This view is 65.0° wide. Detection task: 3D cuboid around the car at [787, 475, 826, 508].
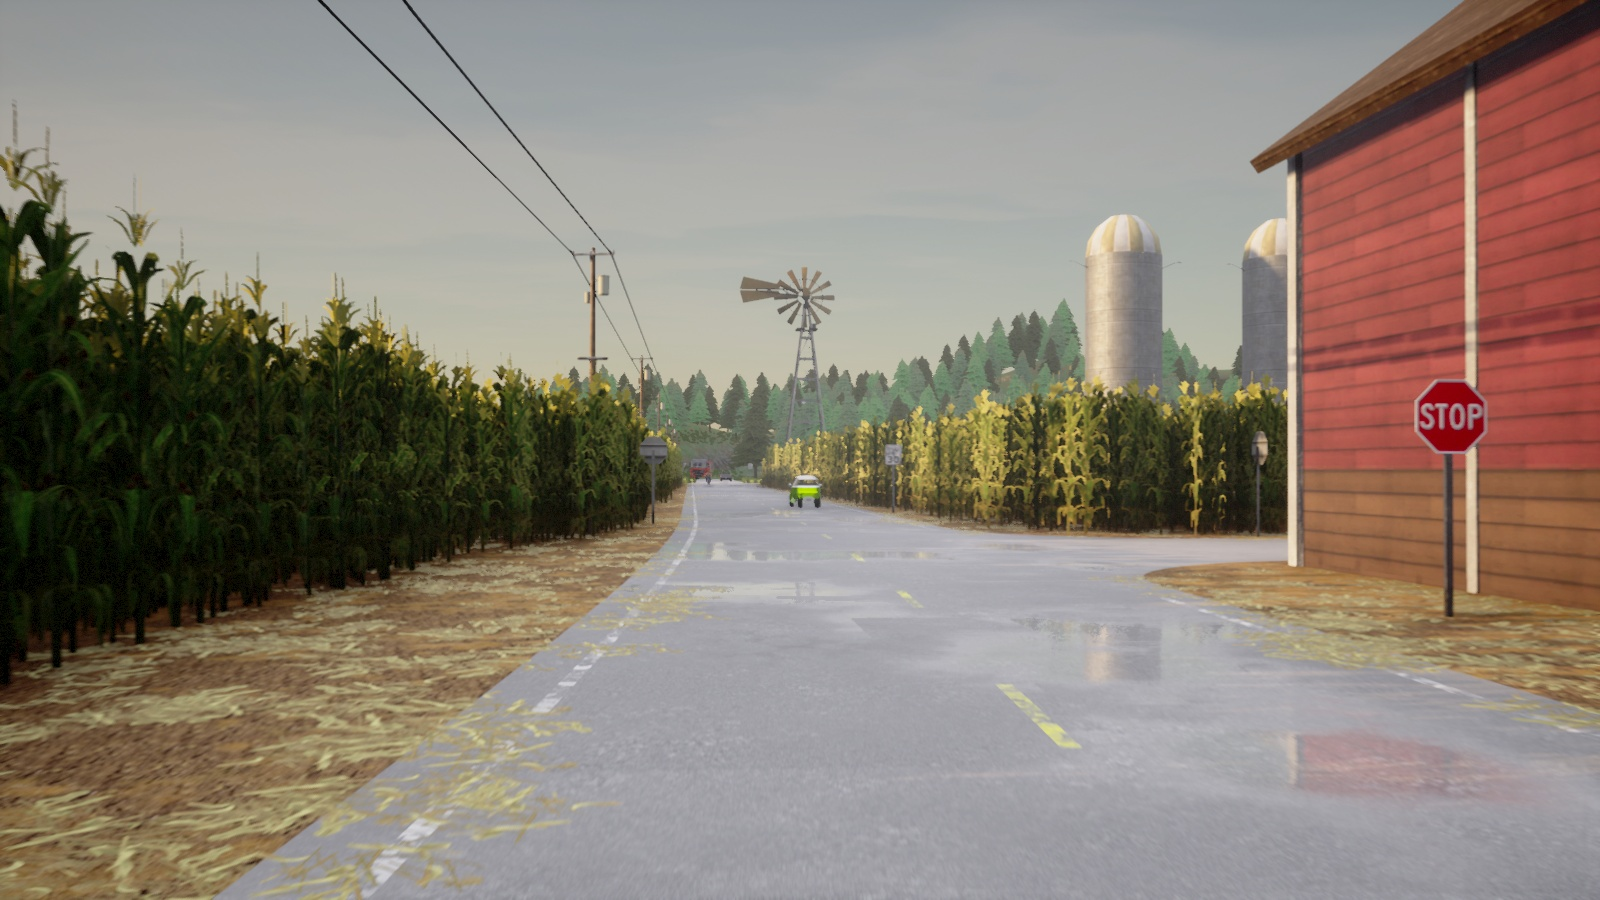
[{"bbox_3d":[0.274,1.780,54.488,1.481,1.376,2.207,0,-1,-5],"label":"car"}]
